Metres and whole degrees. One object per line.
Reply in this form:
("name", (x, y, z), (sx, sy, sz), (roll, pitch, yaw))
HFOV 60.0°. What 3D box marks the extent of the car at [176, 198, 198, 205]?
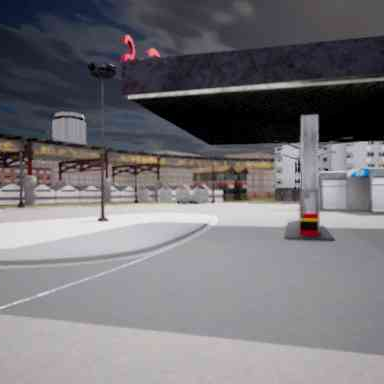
("car", (-0.973, 1.800, 65.134), (4.181, 1.385, 1.994), (0, 0, -29))
